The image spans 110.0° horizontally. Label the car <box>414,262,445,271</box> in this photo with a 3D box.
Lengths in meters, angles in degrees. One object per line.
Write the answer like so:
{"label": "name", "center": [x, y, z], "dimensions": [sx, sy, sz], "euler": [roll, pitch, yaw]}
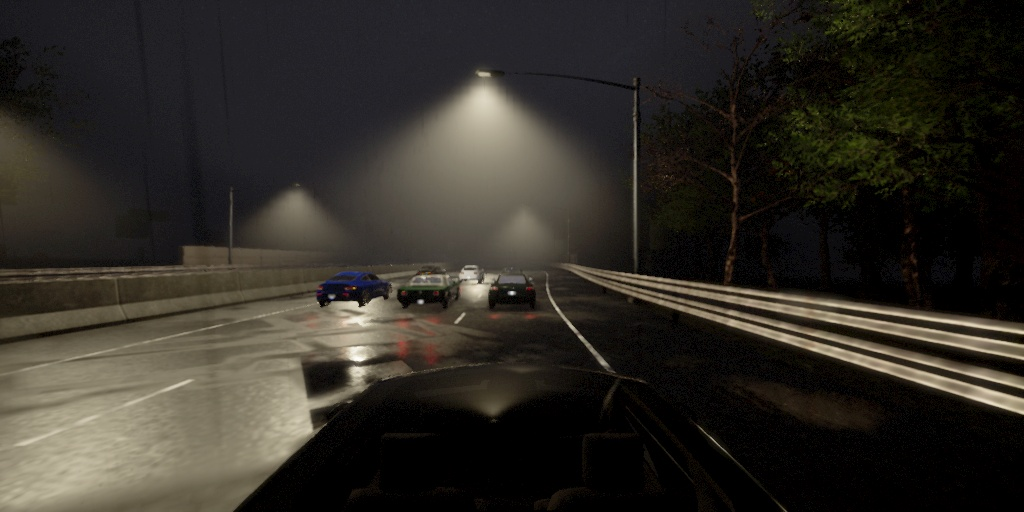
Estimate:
{"label": "car", "center": [-6.981, 1.543, 31.147], "dimensions": [1.837, 1.490, 4.892], "euler": [0, 0, 0]}

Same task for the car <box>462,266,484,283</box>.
{"label": "car", "center": [-3.480, 1.562, 31.219], "dimensions": [1.812, 1.442, 4.674], "euler": [0, 0, 0]}

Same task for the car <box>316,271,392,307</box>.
{"label": "car", "center": [-6.988, 1.413, 16.231], "dimensions": [1.812, 1.442, 4.674], "euler": [0, 0, 0]}

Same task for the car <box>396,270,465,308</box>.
{"label": "car", "center": [-3.491, 1.485, 15.959], "dimensions": [1.895, 1.301, 4.718], "euler": [0, -1, 0]}

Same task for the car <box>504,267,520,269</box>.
{"label": "car", "center": [0.017, 1.635, 30.956], "dimensions": [1.895, 1.301, 4.718], "euler": [0, -1, 0]}

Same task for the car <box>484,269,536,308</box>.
{"label": "car", "center": [0.010, 1.451, 16.149], "dimensions": [1.994, 1.385, 4.181], "euler": [0, -1, 0]}
